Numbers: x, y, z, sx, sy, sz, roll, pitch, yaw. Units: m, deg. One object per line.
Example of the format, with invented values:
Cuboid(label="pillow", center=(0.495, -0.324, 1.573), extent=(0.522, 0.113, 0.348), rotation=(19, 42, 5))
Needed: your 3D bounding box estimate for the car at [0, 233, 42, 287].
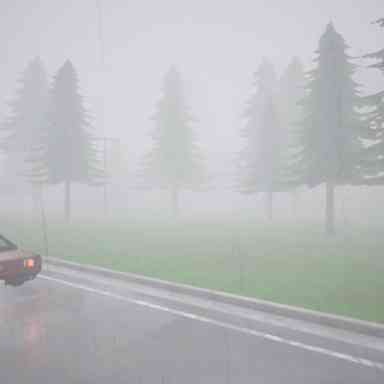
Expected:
Cuboid(label="car", center=(-5.785, 1.600, 8.108), extent=(4.718, 1.301, 1.895), rotation=(0, 0, 35))
